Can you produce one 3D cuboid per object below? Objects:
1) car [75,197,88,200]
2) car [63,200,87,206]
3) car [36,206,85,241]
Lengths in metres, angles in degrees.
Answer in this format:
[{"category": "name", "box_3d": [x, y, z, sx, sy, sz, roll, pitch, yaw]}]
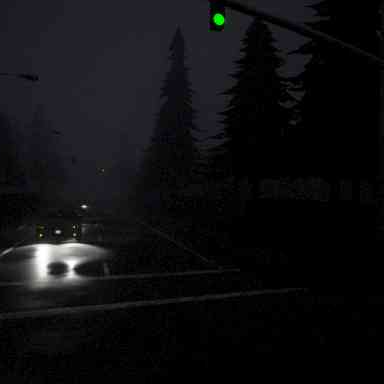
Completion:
[{"category": "car", "box_3d": [-19.634, 1.596, 58.977, 2.128, 1.511, 4.902, 1, 0, -17]}, {"category": "car", "box_3d": [-9.726, 1.629, 26.928, 2.033, 1.411, 5.357, 1, 0, -17]}, {"category": "car", "box_3d": [-6.671, 1.639, 17.012, 1.994, 1.385, 4.181, 1, 0, -17]}]
